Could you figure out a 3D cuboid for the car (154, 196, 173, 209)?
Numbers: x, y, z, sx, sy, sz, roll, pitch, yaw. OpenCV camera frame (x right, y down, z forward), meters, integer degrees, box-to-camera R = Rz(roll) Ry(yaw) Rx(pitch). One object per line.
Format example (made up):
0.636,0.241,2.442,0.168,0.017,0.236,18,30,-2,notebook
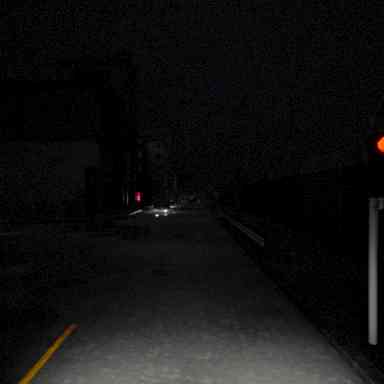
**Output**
-4.067,1.564,45.660,1.994,1.385,4.181,0,0,0,car

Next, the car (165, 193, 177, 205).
-4.054,1.352,55.390,2.097,1.767,4.553,0,0,0,car

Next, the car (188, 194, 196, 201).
0.041,1.310,76.663,1.882,1.535,5.008,0,0,0,car

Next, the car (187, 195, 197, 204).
0.038,1.491,66.243,2.128,1.511,4.902,0,0,0,car
